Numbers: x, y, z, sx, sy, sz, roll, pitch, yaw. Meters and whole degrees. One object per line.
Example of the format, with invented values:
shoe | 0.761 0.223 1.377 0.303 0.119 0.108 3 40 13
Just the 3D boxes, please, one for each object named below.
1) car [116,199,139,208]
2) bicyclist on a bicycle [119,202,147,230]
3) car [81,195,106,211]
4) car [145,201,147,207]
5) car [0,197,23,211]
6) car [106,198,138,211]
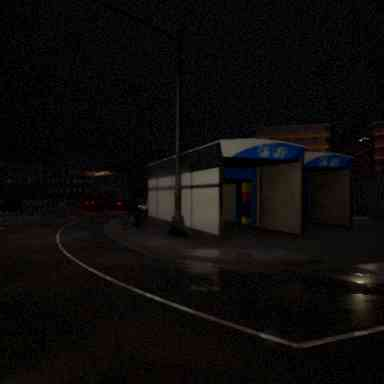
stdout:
car | -10.342 1.821 53.541 1.994 1.385 4.181 0 0 14
bicyclist on a bicycle | -3.443 1.401 19.551 1.656 1.620 0.582 0 0 -20
car | -12.626 1.413 44.670 2.150 2.045 5.566 0 0 14
car | -6.139 1.772 55.809 1.882 1.535 5.008 0 0 18
car | -23.916 1.453 42.498 2.097 1.767 4.553 0 0 12
car | -9.042 1.707 44.558 2.128 1.511 4.902 0 0 14
